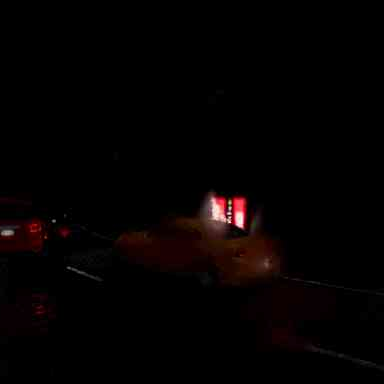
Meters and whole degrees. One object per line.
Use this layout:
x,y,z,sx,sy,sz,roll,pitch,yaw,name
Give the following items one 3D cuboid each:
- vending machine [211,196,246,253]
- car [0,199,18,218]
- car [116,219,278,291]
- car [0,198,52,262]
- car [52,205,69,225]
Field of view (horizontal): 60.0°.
1.423,1.195,12.958,1.100,2.100,0.880,0,0,-43,vending machine
-17.338,1.477,30.915,1.882,1.535,5.008,0,0,-26,car
-0.136,1.477,9.183,5.008,1.535,1.882,0,0,43,car
-6.772,1.222,11.339,2.150,2.045,5.566,0,0,-38,car
-10.017,1.601,23.768,1.895,1.301,4.718,0,0,-26,car
